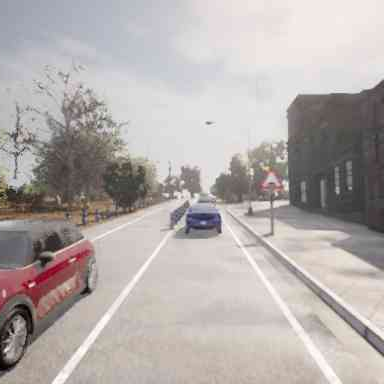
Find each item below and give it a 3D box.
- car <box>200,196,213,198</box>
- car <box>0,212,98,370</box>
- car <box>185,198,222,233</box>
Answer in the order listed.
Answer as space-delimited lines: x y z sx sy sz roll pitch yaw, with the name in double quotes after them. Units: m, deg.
1.687 1.236 37.099 1.837 1.490 4.892 -1 1 9 "car"
-3.221 1.322 5.641 2.097 1.767 4.553 0 0 2 "car"
0.638 1.359 18.802 1.882 1.535 5.008 0 0 2 "car"
